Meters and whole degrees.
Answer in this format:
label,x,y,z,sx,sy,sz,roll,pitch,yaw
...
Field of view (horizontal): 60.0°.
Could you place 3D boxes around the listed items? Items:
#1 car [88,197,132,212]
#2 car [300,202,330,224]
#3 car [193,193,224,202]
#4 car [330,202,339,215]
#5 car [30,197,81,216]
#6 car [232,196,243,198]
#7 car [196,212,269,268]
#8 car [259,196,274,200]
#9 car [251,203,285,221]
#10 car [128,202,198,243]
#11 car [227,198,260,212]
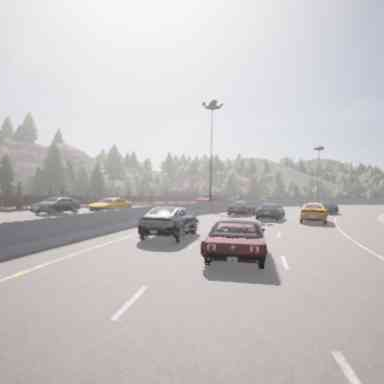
label,x,y,z,sx,sy,sz,roll,pitch,yaw
car,-7.502,1.266,30.888,1.882,1.535,5.008,1,0,22
car,9.591,1.607,26.169,1.882,1.535,5.008,1,0,22
car,2.243,1.194,43.444,2.150,2.045,5.566,1,0,30
car,15.387,1.777,37.822,1.994,1.385,4.181,1,0,31
car,-11.842,1.193,29.114,2.128,1.511,4.902,1,0,19
car,8.585,1.610,64.346,1.837,1.490,4.892,0,0,41
car,1.563,1.605,11.477,1.895,1.301,4.718,1,0,11
car,14.300,1.617,65.408,2.097,1.767,4.553,1,0,44
car,6.689,1.634,28.210,1.994,1.385,4.181,1,0,22
car,-0.994,1.431,15.892,2.128,1.511,4.902,1,0,13
car,4.992,1.594,33.024,1.994,1.385,4.181,1,0,24
